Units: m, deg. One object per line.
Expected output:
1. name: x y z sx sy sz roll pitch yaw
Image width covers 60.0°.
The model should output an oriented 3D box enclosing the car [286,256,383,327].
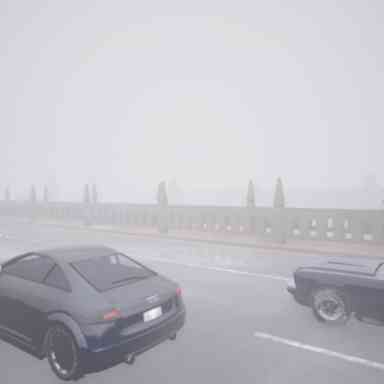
1. car: 4.065 1.600 5.391 4.718 1.301 1.895 0 0 35

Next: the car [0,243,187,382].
1. car: -2.146 1.572 5.522 4.181 1.385 1.994 0 0 35
